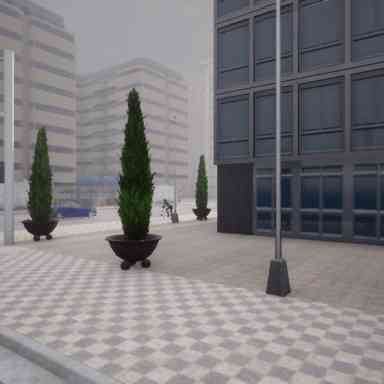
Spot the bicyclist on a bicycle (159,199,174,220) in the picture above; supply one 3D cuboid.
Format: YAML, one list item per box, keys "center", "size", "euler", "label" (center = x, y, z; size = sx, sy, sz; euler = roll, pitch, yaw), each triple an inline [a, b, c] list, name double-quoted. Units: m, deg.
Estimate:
- center: [-1.975, 1.356, 25.864]
  size: [1.656, 1.620, 0.582]
  euler: [0, 0, 35]
  label: "bicyclist on a bicycle"

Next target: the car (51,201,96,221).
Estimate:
- center: [-10.470, 1.533, 28.230]
  size: [1.882, 1.535, 5.008]
  euler: [0, 0, 36]
  label: "car"
